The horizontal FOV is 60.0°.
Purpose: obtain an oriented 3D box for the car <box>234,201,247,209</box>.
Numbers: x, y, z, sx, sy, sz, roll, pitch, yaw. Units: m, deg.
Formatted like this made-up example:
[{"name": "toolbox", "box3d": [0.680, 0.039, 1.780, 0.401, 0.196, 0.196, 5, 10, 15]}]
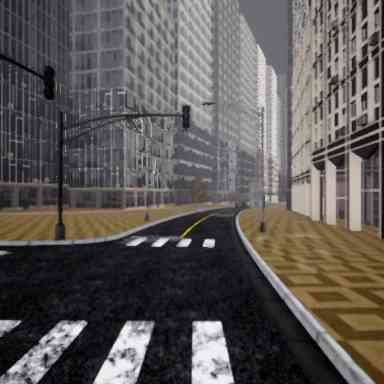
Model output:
[{"name": "car", "box3d": [9.435, 2.480, 64.078, 1.882, 1.535, 5.008, 0, -1, 17]}]
